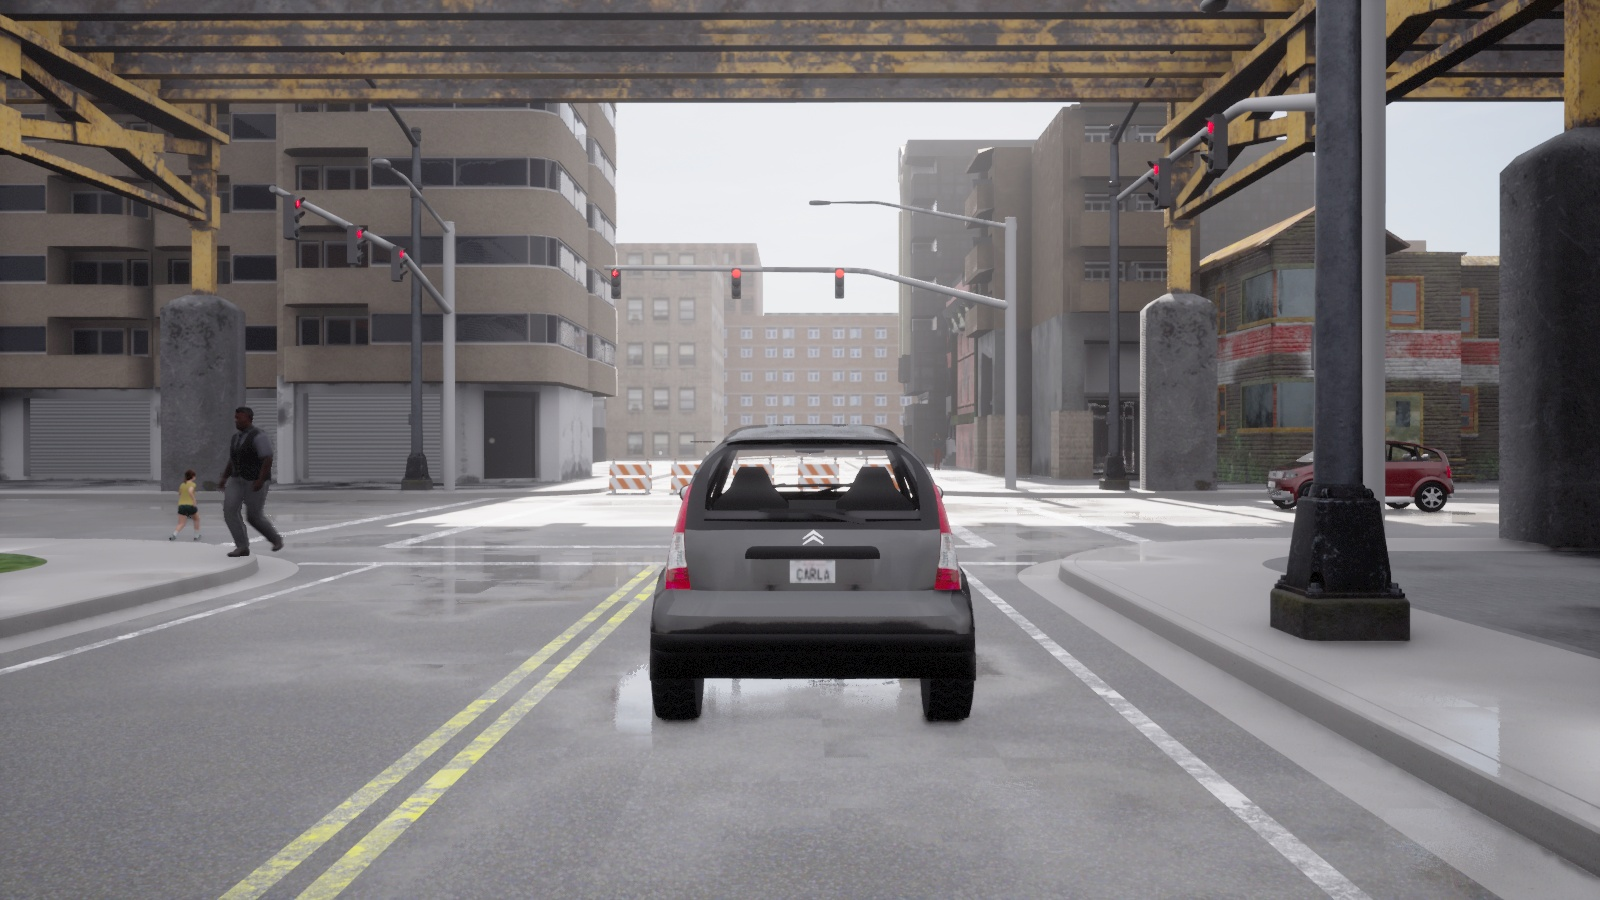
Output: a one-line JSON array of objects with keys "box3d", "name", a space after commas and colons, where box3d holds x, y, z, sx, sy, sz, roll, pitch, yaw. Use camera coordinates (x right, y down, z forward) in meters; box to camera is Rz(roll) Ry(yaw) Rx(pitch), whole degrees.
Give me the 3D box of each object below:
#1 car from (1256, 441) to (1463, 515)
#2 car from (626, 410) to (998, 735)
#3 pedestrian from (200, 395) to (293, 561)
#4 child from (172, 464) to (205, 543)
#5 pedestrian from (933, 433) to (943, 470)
[{"box3d": [12.146, 0.580, 27.426, 3.705, 1.549, 1.789, 0, 0, 0], "name": "car"}, {"box3d": [0.073, 0.598, 8.243, 1.851, 1.617, 3.988, 0, 0, 0], "name": "car"}, {"box3d": [-6.469, 0.313, 14.699, 0.563, 1.883, 0.849, 0, 0, 20], "name": "pedestrian"}, {"box3d": [-8.795, 0.765, 18.060, 0.255, 1.110, 0.394, 0, 0, 7], "name": "child"}, {"box3d": [6.791, 0.068, 61.882, 0.353, 1.847, 0.614, 0, 0, -4], "name": "pedestrian"}]
